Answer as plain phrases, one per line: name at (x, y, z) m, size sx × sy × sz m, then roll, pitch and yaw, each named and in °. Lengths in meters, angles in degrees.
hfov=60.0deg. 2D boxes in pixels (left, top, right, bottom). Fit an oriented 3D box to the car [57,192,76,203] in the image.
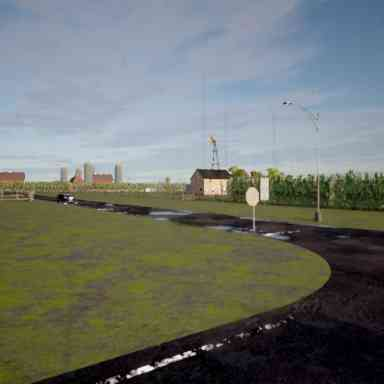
car at (-18.812, 0.743, 49.826) m, size 2.128 × 1.511 × 4.902 m, roll -1°, pitch 1°, yaw -36°
